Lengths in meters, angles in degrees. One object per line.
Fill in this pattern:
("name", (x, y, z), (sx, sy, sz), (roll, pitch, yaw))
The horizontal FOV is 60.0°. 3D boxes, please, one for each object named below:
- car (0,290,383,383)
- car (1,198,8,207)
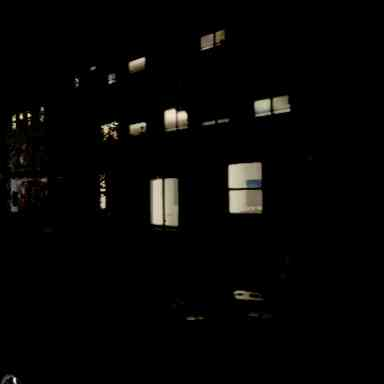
("car", (0.114, 1.568, 2.808), (4.313, 1.339, 1.947), (0, -1, 35))
("car", (-24.588, 1.285, 42.495), (1.752, 1.417, 4.829), (-1, 0, 36))
